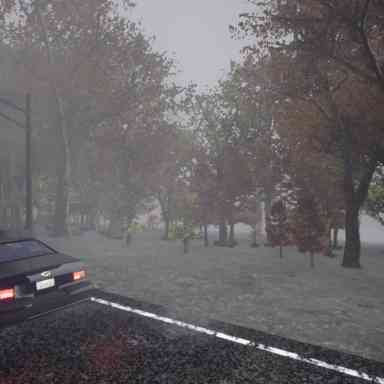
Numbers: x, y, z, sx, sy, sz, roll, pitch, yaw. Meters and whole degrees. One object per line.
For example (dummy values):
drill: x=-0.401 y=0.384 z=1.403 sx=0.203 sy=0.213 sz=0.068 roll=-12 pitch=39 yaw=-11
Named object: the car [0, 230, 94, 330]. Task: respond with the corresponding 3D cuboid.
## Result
car: x=-4.181 y=1.506 z=6.621 sx=5.357 sy=1.411 sz=2.033 roll=-2 pitch=1 yaw=39
